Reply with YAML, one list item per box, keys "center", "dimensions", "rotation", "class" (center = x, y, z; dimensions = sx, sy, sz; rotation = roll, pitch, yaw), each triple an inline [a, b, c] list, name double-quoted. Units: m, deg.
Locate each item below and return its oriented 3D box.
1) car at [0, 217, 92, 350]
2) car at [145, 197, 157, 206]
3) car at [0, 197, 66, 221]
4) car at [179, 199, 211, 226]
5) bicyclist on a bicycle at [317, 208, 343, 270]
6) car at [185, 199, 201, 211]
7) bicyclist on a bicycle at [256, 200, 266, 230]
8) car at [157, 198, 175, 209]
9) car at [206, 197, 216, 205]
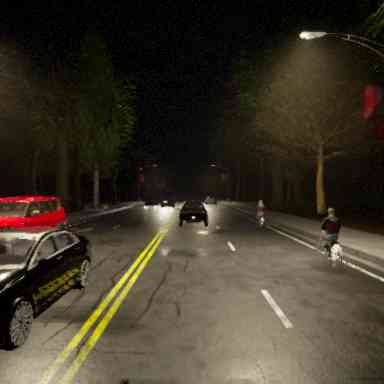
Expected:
- center: [-3.350, 1.484, 6.275]
  dimensions: [2.128, 1.511, 4.902]
  rotation: [0, 0, 0]
  class: "car"
- center: [-6.588, 1.544, 54.470]
  dimensions: [1.837, 1.490, 4.892]
  rotation: [0, 0, 0]
  class: "car"
- center: [-6.600, 1.210, 12.537]
  dimensions: [2.150, 2.045, 5.566]
  rotation: [0, 0, 0]
  class: "car"
- center: [0.098, 1.469, 23.613]
  dimensions: [1.882, 1.535, 5.008]
  rotation: [0, 0, 0]
  class: "car"
- center: [4.141, 1.361, 10.094]
  dimensions: [0.659, 1.776, 1.843]
  rotation: [0, 0, 0]
  class: "bicyclist on a bicycle"
- center: [0.096, 1.612, 41.745]
  dimensions: [1.895, 1.301, 4.718]
  rotation: [0, 0, 0]
  class: "car"
- center: [4.141, 1.361, 20.209]
  dimensions: [0.659, 1.776, 1.843]
  rotation: [0, 0, 0]
  class: "bicyclist on a bicycle"
- center: [-3.343, 1.568, 46.999]
  dimensions: [2.033, 1.411, 5.357]
  rotation: [0, 0, 0]
  class: "car"
- center: [3.316, 1.583, 59.900]
  dimensions: [1.812, 1.442, 4.674]
  rotation: [0, 0, 0]
  class: "car"
